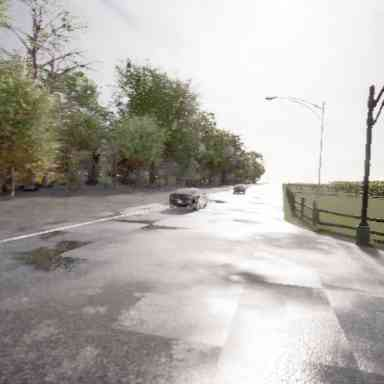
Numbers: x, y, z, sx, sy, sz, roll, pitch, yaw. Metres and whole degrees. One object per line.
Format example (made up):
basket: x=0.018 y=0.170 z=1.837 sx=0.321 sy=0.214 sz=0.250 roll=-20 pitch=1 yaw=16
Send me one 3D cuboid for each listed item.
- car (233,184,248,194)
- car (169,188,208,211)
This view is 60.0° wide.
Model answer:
car: x=7.895 y=-0.449 z=53.943 sx=1.837 sy=1.490 sz=4.892 roll=3 pitch=2 yaw=15
car: x=-0.134 y=0.423 z=24.302 sx=1.882 sy=1.535 sz=5.008 roll=3 pitch=2 yaw=15
